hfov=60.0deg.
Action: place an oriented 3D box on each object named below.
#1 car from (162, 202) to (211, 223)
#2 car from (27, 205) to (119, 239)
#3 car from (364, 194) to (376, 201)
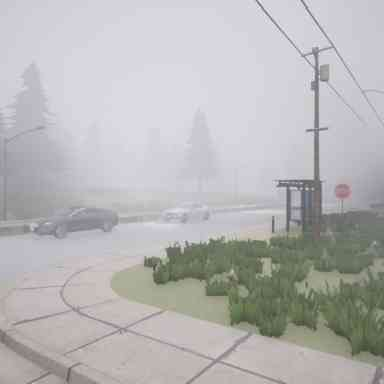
[{"bbox_3d":[-0.305,1.526,25.833,1.812,1.442,4.674,0,0,36],"label":"car"},{"bbox_3d":[-6.150,1.492,17.760,2.128,1.511,4.902,0,0,36],"label":"car"},{"bbox_3d":[42.925,1.355,79.936,2.097,1.767,4.553,0,0,36],"label":"car"}]
